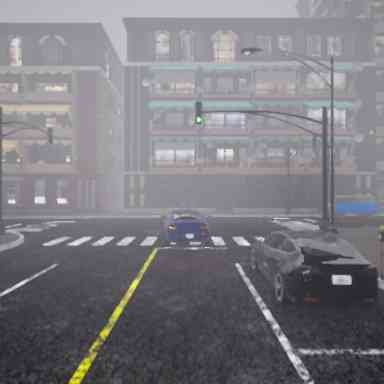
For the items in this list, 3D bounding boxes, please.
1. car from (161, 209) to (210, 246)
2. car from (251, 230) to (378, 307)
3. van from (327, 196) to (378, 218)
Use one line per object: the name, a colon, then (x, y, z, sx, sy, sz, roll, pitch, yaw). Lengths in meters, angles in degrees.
car: (-0.361, 1.469, 14.808, 1.812, 1.442, 4.674, 0, 0, -7)
car: (2.573, 1.535, 7.790, 1.947, 1.339, 4.313, 1, 0, 0)
van: (13.080, 1.187, 27.364, 3.998, 1.788, 1.690, 0, 0, 0)
